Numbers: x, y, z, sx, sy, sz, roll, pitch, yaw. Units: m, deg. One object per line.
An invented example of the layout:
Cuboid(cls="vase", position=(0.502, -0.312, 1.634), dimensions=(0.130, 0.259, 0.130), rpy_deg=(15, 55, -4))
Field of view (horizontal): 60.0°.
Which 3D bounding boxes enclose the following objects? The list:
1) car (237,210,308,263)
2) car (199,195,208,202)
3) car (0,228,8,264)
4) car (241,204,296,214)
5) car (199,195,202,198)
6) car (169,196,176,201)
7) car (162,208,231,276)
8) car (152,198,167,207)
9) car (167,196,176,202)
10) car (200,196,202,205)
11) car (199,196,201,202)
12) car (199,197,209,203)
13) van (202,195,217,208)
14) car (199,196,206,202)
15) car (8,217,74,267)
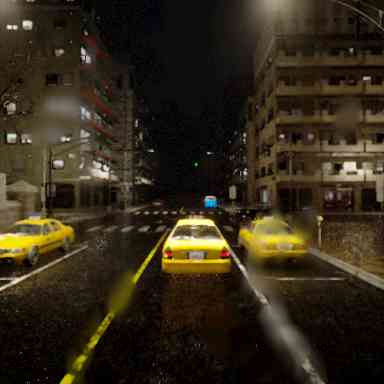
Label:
Cuboid(cls="car", position=(2.713, 1.580, 12.044), dimensions=(1.752, 1.417, 4.829), rpy_deg=(1, 0, 0))
Cuboid(cls="car", position=(2.808, 1.618, 83.893), dimensions=(2.192, 1.841, 5.009), rpy_deg=(1, 0, 0))
Cuboid(cls="car", position=(-5.673, 1.469, 6.288), dimensions=(1.967, 1.590, 4.097), rpy_deg=(1, 0, 0))
Cuboid(cls="car", position=(6.254, 1.654, 27.605), dimensions=(4.718, 1.301, 1.895), rpy_deg=(0, -1, -24))
Cuboid(cls="car", position=(2.785, 1.695, 66.880), dimensions=(1.967, 1.590, 4.097), rpy_deg=(1, 0, 0))
Cuboid(cls="car", position=(-5.561, 1.898, 95.304), dimensions=(1.947, 1.339, 4.313), rpy_deg=(1, 0, 0))
Cuboid(cls="car", position=(0.111, 1.503, 10.489), dimensions=(1.801, 1.575, 5.366), rpy_deg=(0, 0, 0))
Cuboid(cls="car", position=(-5.612, 1.801, 55.605), dimensions=(1.802, 1.307, 4.206), rpy_deg=(1, 0, 0))
Cuboid(cls="car", position=(-5.576, 1.885, 83.960), dimensions=(1.802, 1.307, 4.206), rpy_deg=(1, 0, 0))
Cuboid(cls="car", position=(2.768, 1.763, 55.538), dimensions=(1.887, 1.381, 4.507), rpy_deg=(1, 0, 0))
Cuboid(cls="car", position=(2.776, 1.803, 61.209), dimensions=(1.947, 1.339, 4.313), rpy_deg=(1, 0, 0))
Cuboid(cls="car", position=(2.798, 1.839, 78.221), dimensions=(2.008, 1.369, 4.403), rpy_deg=(1, 0, 0))
Cuboid(cls="van", position=(2.764, 1.540, 49.867), dimensions=(1.690, 1.788, 3.998), rpy_deg=(1, 0, 0))
Cuboid(cls="car", position=(2.813, 1.844, 89.733), dimensions=(1.752, 1.417, 4.829), rpy_deg=(1, 0, 0))
Cuboid(cls="car", position=(-5.667, 1.579, 11.732), dimensions=(1.752, 1.417, 4.829), rpy_deg=(1, 0, 0))
